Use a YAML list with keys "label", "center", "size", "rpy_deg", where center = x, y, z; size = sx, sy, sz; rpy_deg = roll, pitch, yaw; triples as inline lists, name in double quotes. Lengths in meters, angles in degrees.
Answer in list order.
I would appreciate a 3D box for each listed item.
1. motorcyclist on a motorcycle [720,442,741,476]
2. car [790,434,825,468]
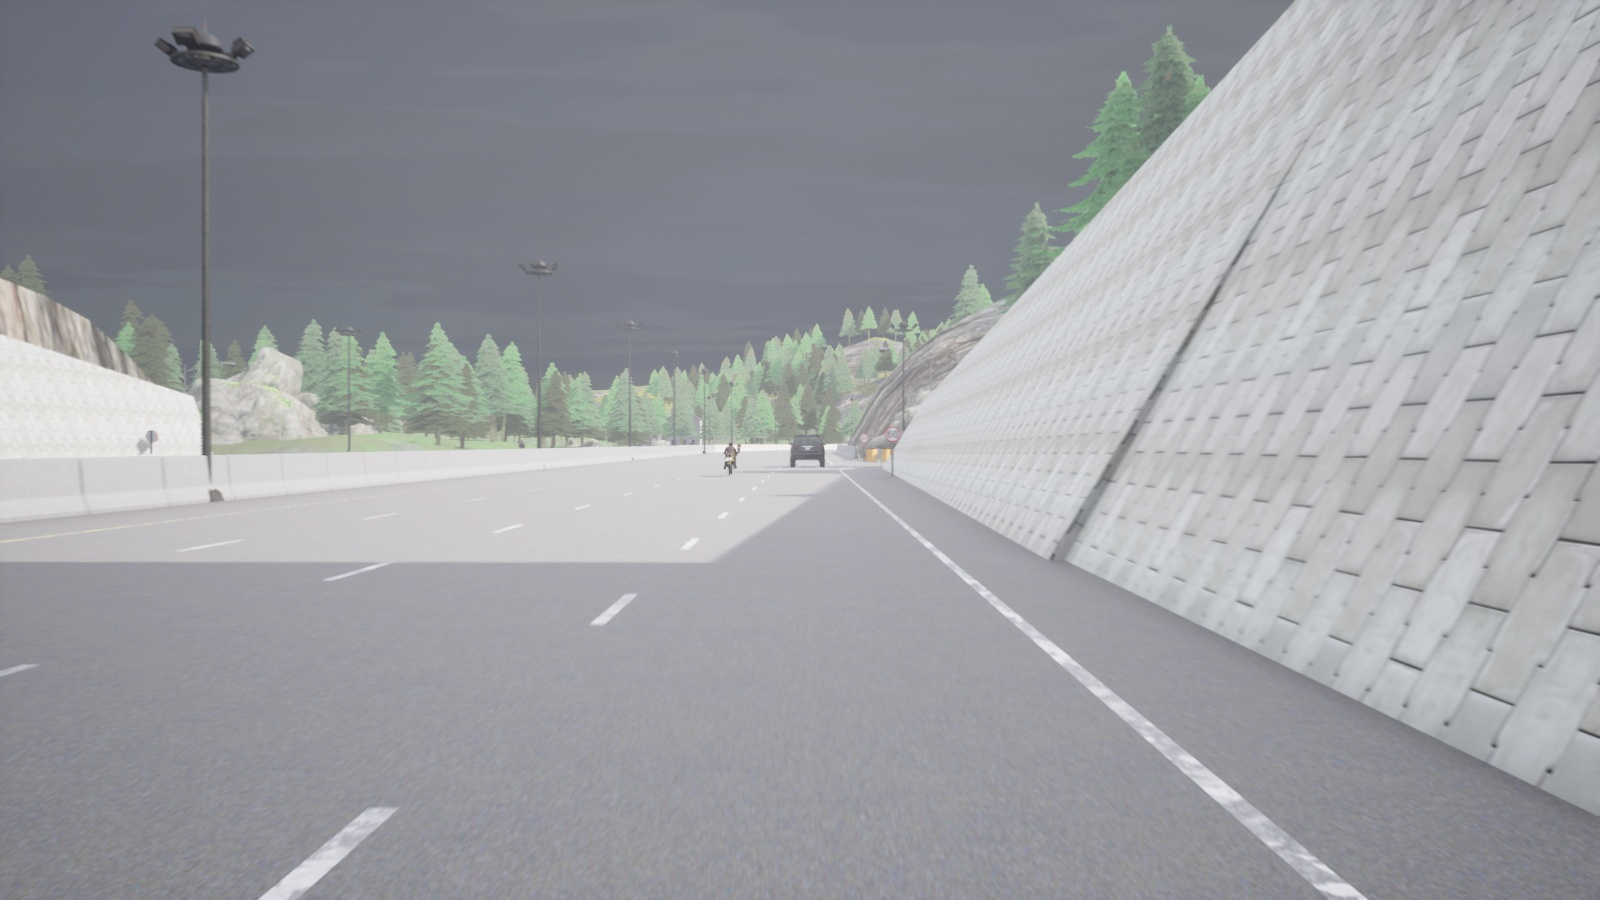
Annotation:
- label: "motorcyclist on a motorcycle"
  center: [-3.149, 0.408, 57.061]
  size: [0.797, 1.523, 2.044]
  rpy_deg: [0, 0, 0]
- label: "car"
  center: [0.481, 0.026, 78.923]
  size: [2.150, 2.045, 5.566]
  rpy_deg: [0, 0, 0]
